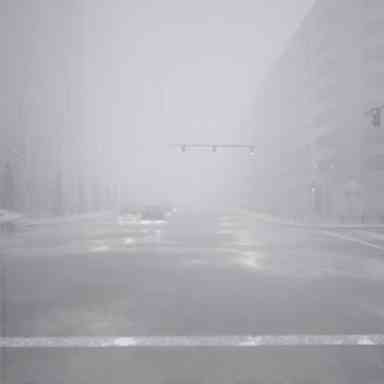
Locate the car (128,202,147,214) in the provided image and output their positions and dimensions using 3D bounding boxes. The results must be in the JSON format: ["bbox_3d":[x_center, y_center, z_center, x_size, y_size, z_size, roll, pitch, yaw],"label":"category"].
[{"bbox_3d":[-7.117,2.094,43.949,1.812,1.442,4.674,0,0,-1],"label":"car"}]

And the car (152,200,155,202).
[{"bbox_3d":[-7.198,2.337,65.893,2.128,1.511,4.902,0,-1,0],"label":"car"}]

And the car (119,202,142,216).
[{"bbox_3d":[-7.210,1.976,38.940,1.882,1.535,5.008,0,0,0],"label":"car"}]

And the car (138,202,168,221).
[{"bbox_3d":[-3.689,1.975,32.050,1.994,1.385,4.181,0,-1,0],"label":"car"}]

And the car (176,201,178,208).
[{"bbox_3d":[-3.712,2.312,64.077,2.128,1.511,4.902,0,-1,0],"label":"car"}]

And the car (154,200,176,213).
[{"bbox_3d":[-3.730,2.148,46.874,2.033,1.411,5.357,0,-1,0],"label":"car"}]

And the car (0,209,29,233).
[{"bbox_3d":[-12.723,1.819,20.657,4.674,1.442,1.812,-1,1,-18],"label":"car"}]
